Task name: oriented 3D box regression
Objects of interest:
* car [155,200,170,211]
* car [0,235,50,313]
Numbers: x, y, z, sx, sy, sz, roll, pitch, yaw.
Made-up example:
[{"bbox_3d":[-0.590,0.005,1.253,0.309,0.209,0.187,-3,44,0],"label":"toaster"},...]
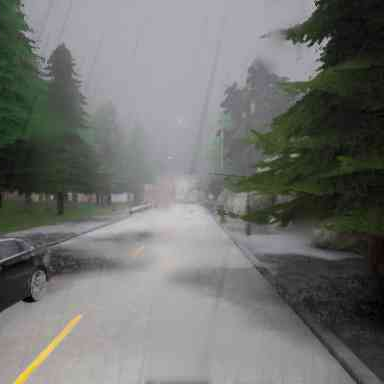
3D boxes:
[{"bbox_3d":[-4.096,1.839,46.780,2.128,1.511,4.902,0,0,0],"label":"car"},{"bbox_3d":[-4.099,1.533,5.562,2.128,1.511,4.902,0,0,0],"label":"car"}]
